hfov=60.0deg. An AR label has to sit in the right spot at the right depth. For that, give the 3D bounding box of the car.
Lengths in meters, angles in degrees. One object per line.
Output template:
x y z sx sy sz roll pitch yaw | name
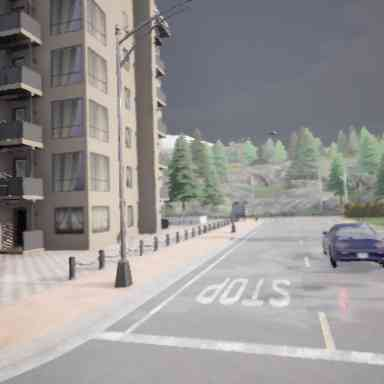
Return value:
6.127 1.930 12.780 1.812 1.442 4.674 -3 -3 18 | car
